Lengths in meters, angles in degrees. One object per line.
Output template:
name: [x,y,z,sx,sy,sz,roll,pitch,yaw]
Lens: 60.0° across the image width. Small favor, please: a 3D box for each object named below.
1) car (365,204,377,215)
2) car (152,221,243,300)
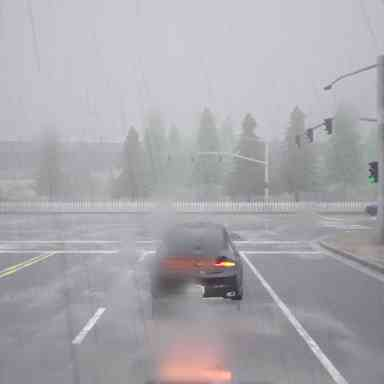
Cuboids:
car: [18.733,1.422,30.750,5.008,1.535,1.882,0,0,1]
car: [0.171,1.505,8.374,1.837,1.490,4.892,0,0,2]
